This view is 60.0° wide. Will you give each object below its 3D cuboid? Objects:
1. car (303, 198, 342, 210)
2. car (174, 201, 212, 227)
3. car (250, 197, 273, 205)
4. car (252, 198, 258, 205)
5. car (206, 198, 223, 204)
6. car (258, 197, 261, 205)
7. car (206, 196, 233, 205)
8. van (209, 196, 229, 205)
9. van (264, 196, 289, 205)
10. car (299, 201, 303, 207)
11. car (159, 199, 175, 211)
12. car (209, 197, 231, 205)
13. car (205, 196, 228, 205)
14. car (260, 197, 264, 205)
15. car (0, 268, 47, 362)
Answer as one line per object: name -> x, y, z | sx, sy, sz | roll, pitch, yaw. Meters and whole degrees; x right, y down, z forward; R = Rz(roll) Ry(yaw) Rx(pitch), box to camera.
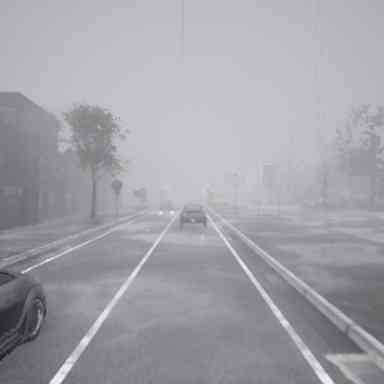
car -> 18.724, 1.623, 47.186 | 4.553, 1.767, 2.185 | 0, 0, 0
car -> 0.085, 1.649, 24.086 | 2.128, 1.511, 4.902 | 0, 0, 0
car -> 18.302, 2.286, 87.781 | 5.566, 2.045, 2.435 | 0, -2, -1
car -> 18.375, 2.092, 82.322 | 5.566, 2.045, 2.435 | 0, -2, -1
car -> 6.066, 2.484, 89.781 | 4.553, 1.767, 2.185 | 0, -2, -1
car -> 18.639, 2.173, 76.602 | 5.366, 1.575, 1.946 | 0, -2, -1
car -> 6.042, 2.049, 71.686 | 5.366, 1.575, 1.946 | 0, -1, 0
van -> 6.291, 1.978, 77.647 | 4.442, 1.987, 1.878 | 0, -2, -1
van -> 18.384, 1.816, 71.151 | 4.442, 1.987, 1.878 | 0, -1, 0
car -> 18.651, 1.810, 50.354 | 4.674, 1.452, 2.002 | 0, 0, 0
car -> -3.365, 1.796, 45.057 | 1.837, 1.490, 4.892 | 0, 0, 0
car -> 6.233, 1.995, 74.608 | 4.553, 1.767, 2.185 | 0, -1, -1
car -> 6.143, 2.142, 83.837 | 5.566, 2.045, 2.435 | 0, -2, -1
car -> 18.661, 2.104, 73.942 | 5.366, 1.575, 1.946 | 0, -1, 0
car -> -3.353, 1.589, 3.732 | 1.994, 1.385, 4.181 | 0, 0, 0
